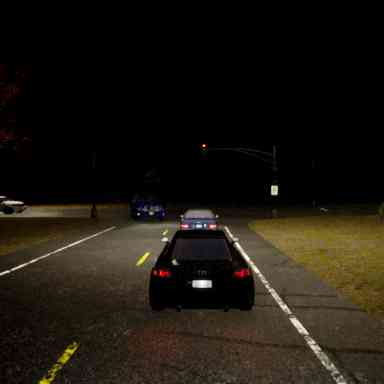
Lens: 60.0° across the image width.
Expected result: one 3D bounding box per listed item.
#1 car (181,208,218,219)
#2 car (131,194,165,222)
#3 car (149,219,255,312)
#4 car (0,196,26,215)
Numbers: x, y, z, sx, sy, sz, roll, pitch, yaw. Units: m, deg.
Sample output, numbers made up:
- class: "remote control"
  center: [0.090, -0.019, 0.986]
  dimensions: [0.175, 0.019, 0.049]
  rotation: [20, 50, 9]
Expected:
- class: "car"
  center: [0.376, 1.530, 16.993]
  dimensions: [2.033, 1.411, 5.357]
  rotation: [0, 0, 2]
- class: "car"
  center: [-3.659, 1.186, 26.696]
  dimensions: [2.150, 2.045, 5.566]
  rotation: [1, 0, -16]
- class: "car"
  center: [0.192, 1.558, 7.765]
  dimensions: [1.994, 1.385, 4.181]
  rotation: [0, 0, 0]
- class: "car"
  center: [-21.484, 1.471, 37.004]
  dimensions: [5.566, 2.045, 2.150]
  rotation: [0, 2, 3]
